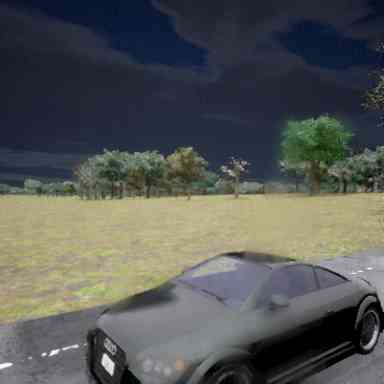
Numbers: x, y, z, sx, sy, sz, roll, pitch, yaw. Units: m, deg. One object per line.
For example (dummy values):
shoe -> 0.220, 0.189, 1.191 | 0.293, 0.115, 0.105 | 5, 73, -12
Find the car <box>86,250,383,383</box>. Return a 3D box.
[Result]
car -> 0.771, 1.565, 4.538 | 4.181, 1.385, 1.994 | 0, 0, -35
